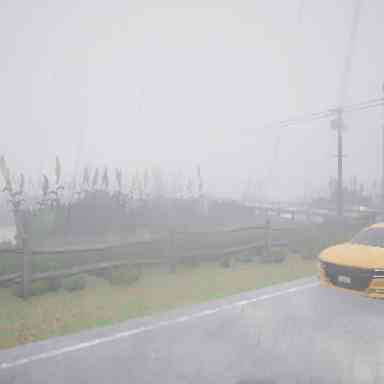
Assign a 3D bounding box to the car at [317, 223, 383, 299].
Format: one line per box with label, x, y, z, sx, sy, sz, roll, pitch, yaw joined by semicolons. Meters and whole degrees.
car;5.120;1.494;8.145;5.008;1.535;1.882;0;-1;-35
